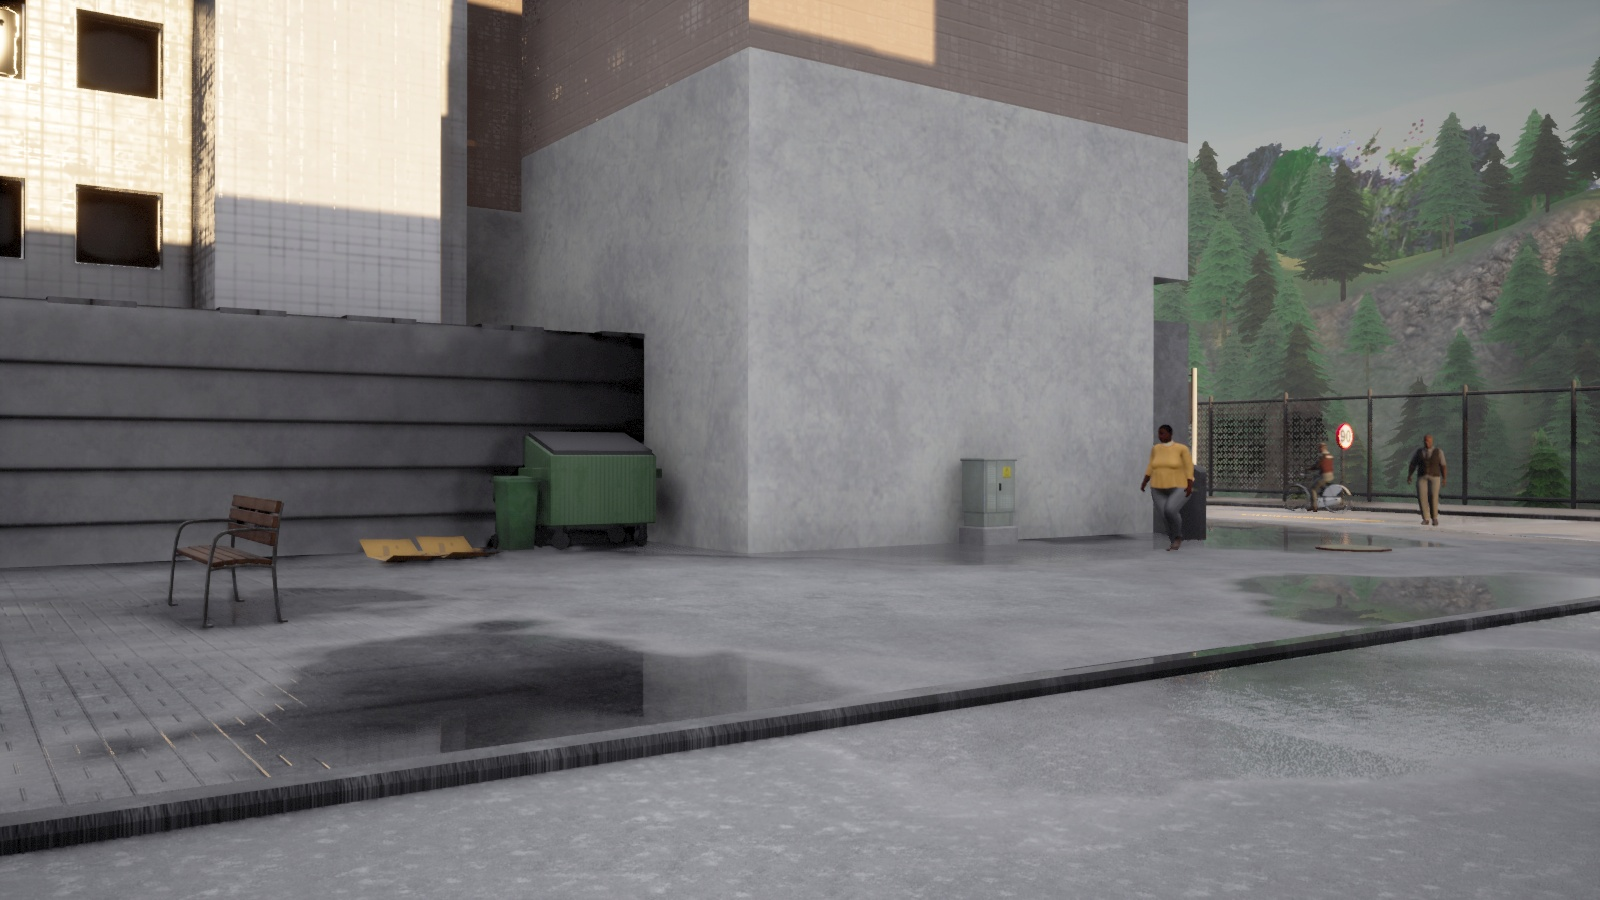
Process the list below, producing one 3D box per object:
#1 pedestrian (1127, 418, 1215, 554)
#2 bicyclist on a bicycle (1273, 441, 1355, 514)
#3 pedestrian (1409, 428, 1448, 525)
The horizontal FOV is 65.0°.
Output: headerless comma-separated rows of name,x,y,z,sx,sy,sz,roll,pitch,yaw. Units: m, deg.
pedestrian,5.259,0.494,17.813,0.874,1.855,0.900,0,0,45
bicyclist on a bicycle,12.845,0.665,31.456,0.659,1.776,1.843,0,0,-34
pedestrian,12.496,0.518,24.963,0.563,1.883,0.849,0,0,37
